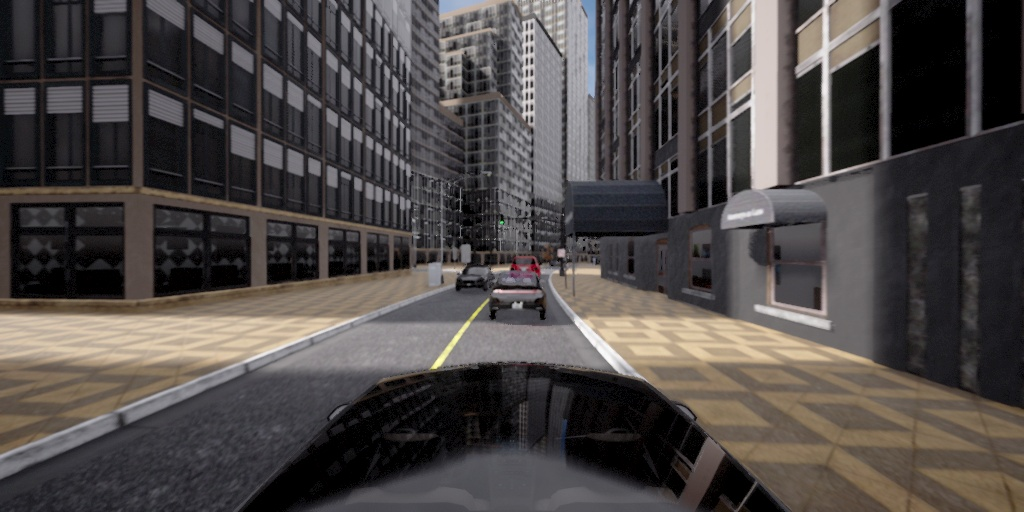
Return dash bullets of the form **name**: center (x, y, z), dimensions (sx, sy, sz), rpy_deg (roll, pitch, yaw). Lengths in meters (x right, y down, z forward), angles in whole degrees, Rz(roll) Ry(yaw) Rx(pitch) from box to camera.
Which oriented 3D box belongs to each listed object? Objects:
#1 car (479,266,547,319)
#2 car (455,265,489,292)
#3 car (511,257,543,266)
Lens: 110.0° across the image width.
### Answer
- **car**: center (0.246, 1.283, 13.066), dimensions (2.128, 1.511, 4.902), rpy_deg (0, 0, 2)
- **car**: center (-2.217, 1.337, 22.217), dimensions (1.837, 1.490, 4.892), rpy_deg (0, 0, 4)
- **car**: center (1.092, 1.079, 27.285), dimensions (2.150, 2.045, 5.566), rpy_deg (0, -1, 6)
